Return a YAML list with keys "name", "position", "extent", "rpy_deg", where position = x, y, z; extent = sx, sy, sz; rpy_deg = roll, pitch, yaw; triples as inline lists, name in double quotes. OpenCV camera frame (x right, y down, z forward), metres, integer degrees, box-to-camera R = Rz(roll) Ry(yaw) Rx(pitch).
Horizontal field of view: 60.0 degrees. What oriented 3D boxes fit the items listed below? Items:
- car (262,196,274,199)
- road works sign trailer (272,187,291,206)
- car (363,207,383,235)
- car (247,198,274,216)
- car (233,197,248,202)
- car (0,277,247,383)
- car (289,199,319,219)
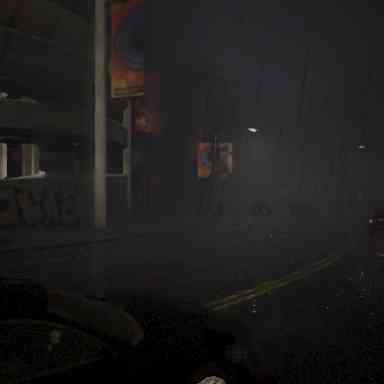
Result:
- name: "car"
  position: [20.054, 2.005, 90.837]
  extent: [2.185, 1.767, 4.553]
  rpy_deg: [0, 0, -1]
- name: "road works sign trailer"
  position: [17.539, 0.920, 64.061]
  extent: [2.380, 3.560, 2.880]
  rpy_deg: [0, 0, -1]
- name: "car"
  position: [11.189, 1.637, 19.323]
  extent: [1.837, 1.490, 4.892]
  rpy_deg: [0, 0, 24]
- name: "car"
  position: [7.419, 1.765, 35.970]
  extent: [1.837, 1.490, 4.892]
  rpy_deg: [0, -1, 2]
- name: "car"
  position: [10.333, 1.711, 73.470]
  extent: [2.097, 1.767, 4.553]
  rpy_deg: [0, 0, -1]
- name: "car"
  position: [-1.719, 1.502, 2.730]
  extent: [5.008, 1.535, 1.882]
  rpy_deg: [1, 0, -36]
- name: "car"
  position: [10.666, 1.704, 31.985]
  extent: [1.882, 1.535, 5.008]
  rpy_deg: [0, 0, 5]
